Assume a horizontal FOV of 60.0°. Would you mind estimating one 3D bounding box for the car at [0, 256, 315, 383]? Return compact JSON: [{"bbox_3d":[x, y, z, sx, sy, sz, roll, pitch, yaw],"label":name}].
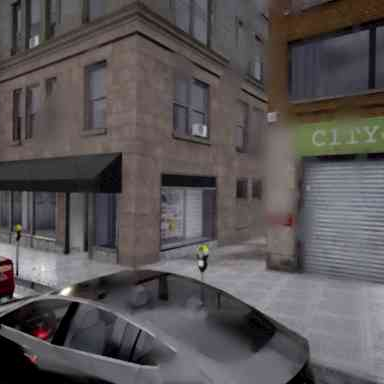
[{"bbox_3d":[-0.917,1.564,3.605,4.313,1.339,1.947,0,1,35],"label":"car"}]
